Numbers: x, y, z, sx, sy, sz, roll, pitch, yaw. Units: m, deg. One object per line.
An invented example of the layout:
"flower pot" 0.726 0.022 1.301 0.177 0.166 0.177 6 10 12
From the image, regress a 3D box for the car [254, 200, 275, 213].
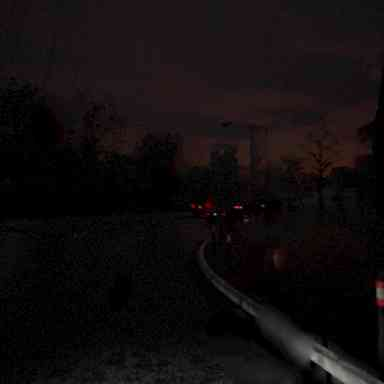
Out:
"car" 11.088 2.154 50.622 2.097 1.767 4.553 -1 -2 28

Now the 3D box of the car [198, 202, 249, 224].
"car" 2.624 1.694 26.158 2.033 1.411 5.357 -1 -1 23

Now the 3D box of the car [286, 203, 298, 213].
"car" 13.971 2.281 49.116 1.812 1.442 4.674 -1 -2 28

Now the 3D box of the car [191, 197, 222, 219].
"car" 1.856 1.529 32.386 2.150 2.045 5.566 -1 -2 25

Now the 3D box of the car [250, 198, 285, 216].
"car" 9.189 1.722 39.765 2.150 2.045 5.566 -1 -2 28

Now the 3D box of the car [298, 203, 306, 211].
"car" 18.786 2.603 58.259 1.895 1.301 4.718 -1 -2 28

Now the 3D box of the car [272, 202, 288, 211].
"car" 15.702 2.565 59.380 1.812 1.442 4.674 -1 -2 28
